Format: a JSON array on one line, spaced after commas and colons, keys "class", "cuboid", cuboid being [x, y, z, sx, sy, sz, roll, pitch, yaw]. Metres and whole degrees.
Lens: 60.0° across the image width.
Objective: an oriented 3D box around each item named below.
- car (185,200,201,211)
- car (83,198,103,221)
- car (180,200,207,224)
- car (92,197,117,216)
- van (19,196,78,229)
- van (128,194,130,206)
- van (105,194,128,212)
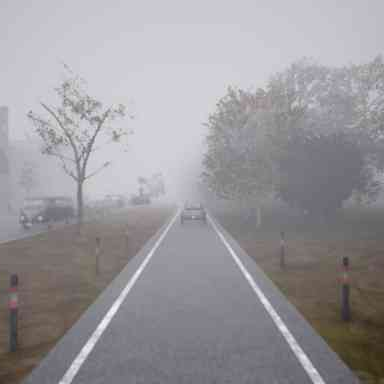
[{"class": "car", "cuboid": [0.076, 1.709, 42.962, 1.895, 1.301, 4.718, 0, 0, -1]}, {"class": "car", "cuboid": [-9.074, 1.476, 26.613, 2.231, 1.521, 4.892, 0, -1, -2]}, {"class": "car", "cuboid": [0.100, 1.536, 25.152, 2.128, 1.511, 4.902, 0, 0, 0]}, {"class": "car", "cuboid": [-9.079, 1.526, 32.124, 2.163, 1.488, 4.792, 0, -1, -2]}, {"class": "van", "cuboid": [-9.072, 1.252, 20.929, 1.878, 1.987, 4.442, 0, 0, 2]}, {"class": "van", "cuboid": [-9.255, 1.327, 48.588, 1.878, 1.987, 4.442, 0, -1, -2]}, {"class": "van", "cuboid": [-9.090, 1.294, 38.637, 1.878, 1.987, 4.442, 0, -1, -2]}]
